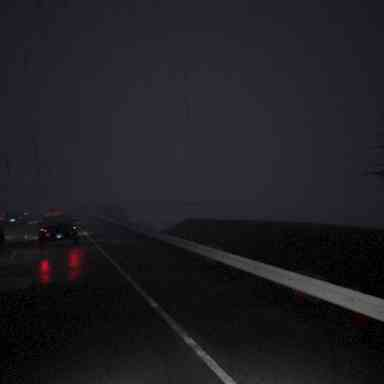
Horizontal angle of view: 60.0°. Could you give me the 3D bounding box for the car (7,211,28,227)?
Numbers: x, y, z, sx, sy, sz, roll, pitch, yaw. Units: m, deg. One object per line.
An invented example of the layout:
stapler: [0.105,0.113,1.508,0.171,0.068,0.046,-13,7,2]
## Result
car: [-16.193,2.448,30.418,1.994,1.385,4.181,-2,0,-23]

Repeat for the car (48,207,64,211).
car: [-13.334,2.254,32.643,1.882,1.535,5.008,-2,0,-23]

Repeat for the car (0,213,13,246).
car: [-10.008,2.018,15.567,2.128,1.511,4.902,-2,0,-23]

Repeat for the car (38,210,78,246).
car: [-7.171,1.946,17.826,1.812,1.442,4.674,-2,0,-23]
